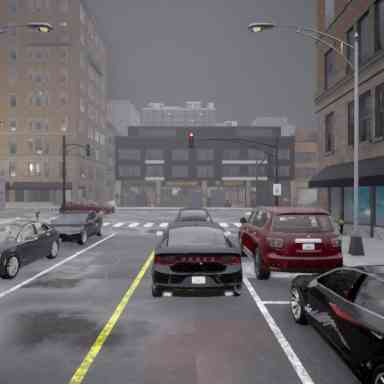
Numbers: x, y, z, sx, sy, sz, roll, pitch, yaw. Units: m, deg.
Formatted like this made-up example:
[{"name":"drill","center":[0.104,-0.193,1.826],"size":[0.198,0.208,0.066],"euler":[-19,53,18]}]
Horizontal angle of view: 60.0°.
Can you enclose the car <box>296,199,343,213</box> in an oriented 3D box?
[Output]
[{"name":"car","center":[14.436,1.605,37.881],"size":[4.674,1.442,1.812],"euler":[0,0,0]}]

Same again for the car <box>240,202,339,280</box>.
[{"name":"car","center":[2.622,1.314,9.880],"size":[2.192,1.841,5.009],"euler":[0,0,0]}]

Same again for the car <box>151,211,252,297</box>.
[{"name":"car","center":[0.061,1.477,8.626],"size":[1.882,1.535,5.008],"euler":[0,0,-1]}]

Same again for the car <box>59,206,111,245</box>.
[{"name":"car","center":[-5.411,1.565,15.531],"size":[1.947,1.339,4.313],"euler":[0,0,0]}]

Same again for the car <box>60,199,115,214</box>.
[{"name":"car","center":[-9.719,1.436,31.051],"size":[5.008,1.535,1.882],"euler":[0,0,0]}]

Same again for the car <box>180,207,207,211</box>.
[{"name":"car","center":[0.057,1.504,16.202],"size":[1.837,1.490,4.892],"euler":[0,0,0]}]

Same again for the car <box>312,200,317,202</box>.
[{"name":"car","center":[15.248,1.305,34.654],"size":[5.566,2.045,2.150],"euler":[0,0,0]}]

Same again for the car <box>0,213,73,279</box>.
[{"name":"car","center":[-5.403,1.550,9.869],"size":[2.008,1.369,4.403],"euler":[0,0,0]}]

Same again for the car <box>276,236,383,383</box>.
[{"name":"car","center":[2.630,1.566,4.218],"size":[1.947,1.339,4.313],"euler":[0,0,0]}]
